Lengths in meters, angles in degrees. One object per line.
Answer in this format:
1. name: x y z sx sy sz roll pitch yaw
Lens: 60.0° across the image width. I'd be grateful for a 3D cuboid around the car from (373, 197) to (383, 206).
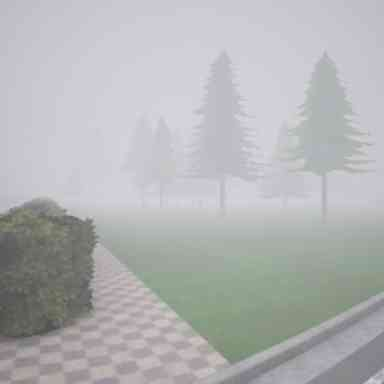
1. car: 36.436 1.827 64.216 2.097 1.767 4.553 0 0 17
